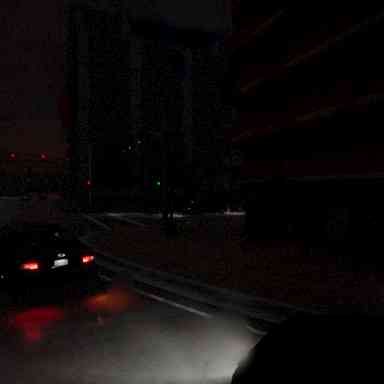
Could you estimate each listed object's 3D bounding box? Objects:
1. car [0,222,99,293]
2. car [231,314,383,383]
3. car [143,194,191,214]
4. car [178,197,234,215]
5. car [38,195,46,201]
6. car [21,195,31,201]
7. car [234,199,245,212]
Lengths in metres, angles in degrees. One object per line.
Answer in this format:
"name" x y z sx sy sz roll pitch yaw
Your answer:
"car" -4.351 1.547 9.033 2.033 1.411 5.357 0 0 -39
"car" 2.873 1.547 2.017 5.357 1.411 2.033 0 0 35
"car" -2.527 1.277 36.489 5.566 2.045 2.150 0 0 -23
"car" 1.464 1.560 34.357 4.892 1.490 1.837 0 0 -23
"car" -37.089 1.539 82.302 2.033 1.411 5.357 0 0 -23
"car" -40.176 1.524 80.618 2.128 1.511 4.902 0 0 -23
"car" 6.624 1.560 40.289 4.892 1.490 1.837 0 0 -23
